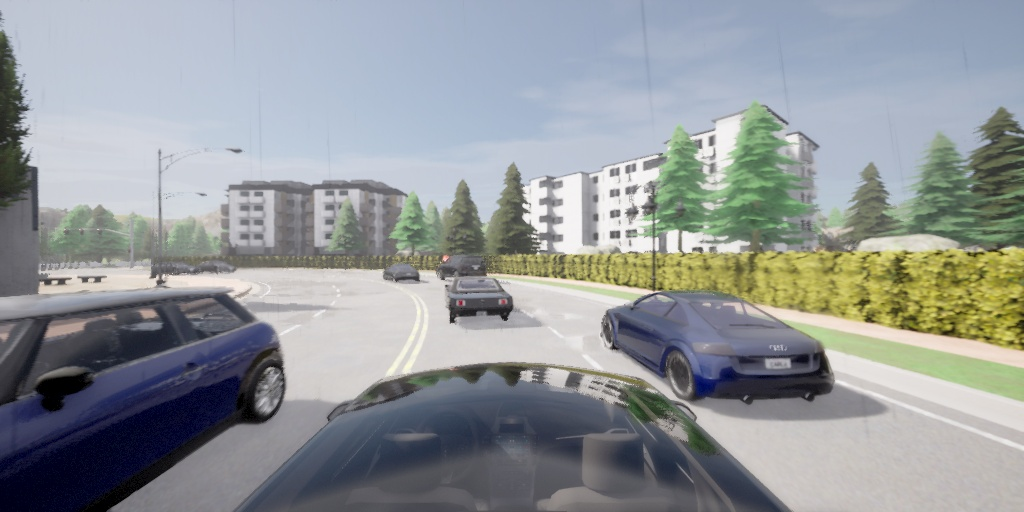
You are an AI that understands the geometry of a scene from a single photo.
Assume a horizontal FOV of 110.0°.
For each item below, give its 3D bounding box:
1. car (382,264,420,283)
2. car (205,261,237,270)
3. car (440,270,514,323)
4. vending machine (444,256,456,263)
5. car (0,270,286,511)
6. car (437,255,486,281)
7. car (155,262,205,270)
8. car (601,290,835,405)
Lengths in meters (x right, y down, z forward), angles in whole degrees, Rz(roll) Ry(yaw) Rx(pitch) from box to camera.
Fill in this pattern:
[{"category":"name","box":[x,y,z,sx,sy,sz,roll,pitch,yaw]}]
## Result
[{"category":"car","box":[-8.848,1.321,28.408,1.994,1.385,4.181,0,0,-35]},{"category":"car","box":[-34.988,1.345,42.451,4.902,1.511,2.128,0,0,16]},{"category":"car","box":[-1.344,1.345,12.308,1.895,1.301,4.718,0,0,-13]},{"category":"vending machine","box":[-6.518,0.933,37.513,1.100,2.100,0.880,0,0,-42]},{"category":"car","box":[-3.870,1.117,2.679,2.097,1.767,4.553,0,0,-3]},{"category":"car","box":[-3.912,0.959,27.432,2.150,2.045,5.566,0,0,-31]},{"category":"car","box":[-36.977,1.357,39.370,4.902,1.511,2.128,0,0,14]},{"category":"car","box":[3.106,1.295,6.425,1.994,1.385,4.181,0,0,-5]}]
